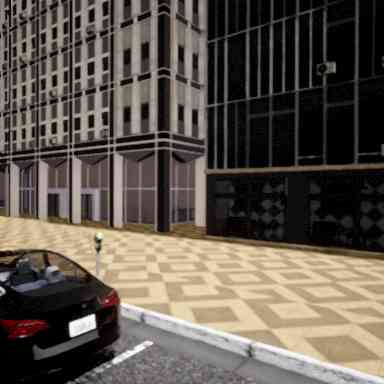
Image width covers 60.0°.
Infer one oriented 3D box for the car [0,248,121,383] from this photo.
[{"bbox_3d":[-2.925,1.527,4.967,4.313,1.339,1.947,1,0,36],"label":"car"}]
